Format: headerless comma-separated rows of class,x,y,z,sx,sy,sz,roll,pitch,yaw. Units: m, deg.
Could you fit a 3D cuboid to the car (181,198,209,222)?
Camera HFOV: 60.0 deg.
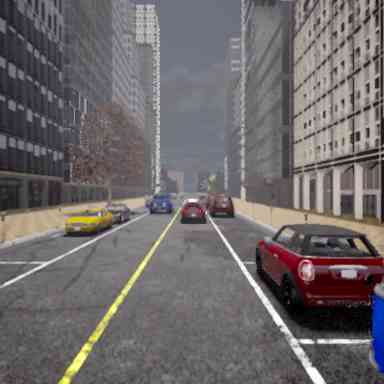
car,0.109,1.474,25.815,1.812,1.442,4.674,0,0,0

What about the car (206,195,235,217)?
car,2.706,1.253,30.426,2.192,1.841,5.009,0,0,0

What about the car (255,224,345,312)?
car,2.696,1.426,7.657,1.967,1.590,4.097,0,0,0

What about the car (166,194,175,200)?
car,-5.654,1.324,87.364,1.887,1.381,4.507,0,0,0

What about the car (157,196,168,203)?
car,-5.663,1.431,64.593,1.802,1.307,4.206,0,0,0

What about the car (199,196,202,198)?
car,0.116,1.510,42.178,1.895,1.301,4.718,0,0,0

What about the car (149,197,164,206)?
car,-5.668,1.447,53.211,1.947,1.339,4.313,0,0,0

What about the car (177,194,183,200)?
car,-2.971,1.198,75.979,2.128,1.511,4.902,0,0,0

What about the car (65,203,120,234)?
car,-5.681,1.489,18.885,1.752,1.417,4.829,0,0,0

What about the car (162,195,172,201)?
car,-5.659,1.365,75.979,2.008,1.369,4.403,0,0,0

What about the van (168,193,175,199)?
van,-5.651,1.102,93.056,1.690,1.788,3.998,0,0,0

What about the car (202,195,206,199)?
car,2.710,1.225,41.810,2.192,1.841,5.009,0,0,0

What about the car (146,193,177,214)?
car,-3.085,1.150,34.518,2.150,2.045,5.566,0,0,0

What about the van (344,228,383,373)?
van,2.694,1.338,1.966,1.690,1.788,3.998,0,0,0

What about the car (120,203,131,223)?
car,-5.679,1.502,24.749,2.008,1.369,4.403,0,0,0
